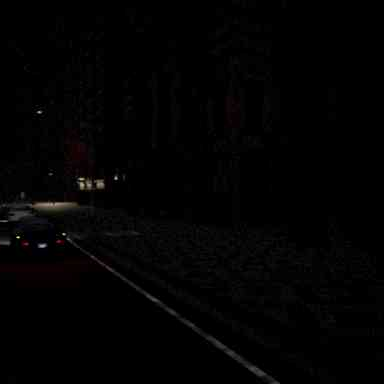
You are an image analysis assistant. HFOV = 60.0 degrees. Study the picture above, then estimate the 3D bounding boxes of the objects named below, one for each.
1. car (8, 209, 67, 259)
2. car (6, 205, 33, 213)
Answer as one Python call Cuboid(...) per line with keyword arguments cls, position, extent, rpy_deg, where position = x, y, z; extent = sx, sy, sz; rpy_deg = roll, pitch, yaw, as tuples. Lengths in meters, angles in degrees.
Cuboid(cls="car", position=(-6.205, 1.649, 13.335), extent=(1.812, 1.442, 4.674), rpy_deg=(0, 0, -29))
Cuboid(cls="car", position=(-13.589, 1.784, 26.386), extent=(1.812, 1.442, 4.674), rpy_deg=(0, 0, -29))
